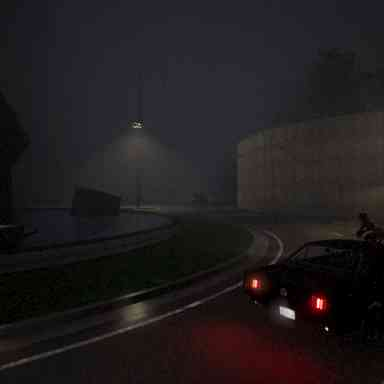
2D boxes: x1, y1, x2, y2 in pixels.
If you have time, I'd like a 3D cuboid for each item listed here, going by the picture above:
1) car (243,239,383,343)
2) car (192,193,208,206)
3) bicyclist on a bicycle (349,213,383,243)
[{"bbox_3d":[3.316,1.601,6.466,4.718,1.301,1.895,0,0,-35],"label":"car"},{"bbox_3d":[1.414,1.221,54.986,2.150,2.045,5.566,0,0,8],"label":"car"},{"bbox_3d":[5.316,1.455,10.002,0.582,1.620,1.656,0,-2,-28],"label":"bicyclist on a bicycle"}]
